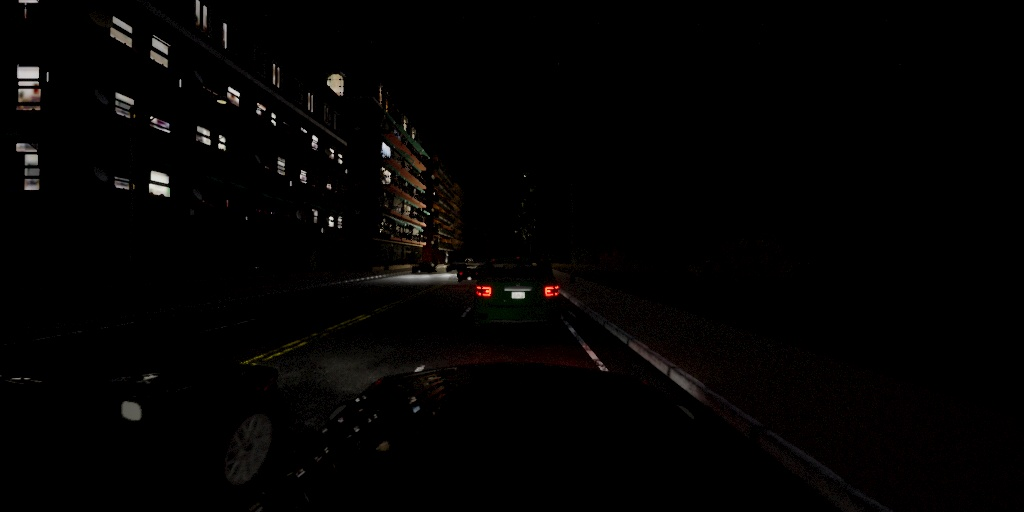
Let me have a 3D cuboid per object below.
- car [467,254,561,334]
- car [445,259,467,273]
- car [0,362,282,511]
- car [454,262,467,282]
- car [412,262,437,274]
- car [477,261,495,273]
[{"bbox_3d":[0.101,0.973,10.732,2.150,2.045,5.566,0,0,-1],"label":"car"},{"bbox_3d":[-6.601,1.354,42.409,1.895,1.301,4.718,0,0,0],"label":"car"},{"bbox_3d":[-3.154,1.227,1.448,1.882,1.535,5.008,0,0,0],"label":"car"},{"bbox_3d":[-3.151,1.354,28.819,1.895,1.301,4.718,0,0,0],"label":"car"},{"bbox_3d":[-9.851,1.355,40.380,1.895,1.301,4.718,0,0,0],"label":"car"},{"bbox_3d":[-3.149,1.354,44.091,1.895,1.301,4.718,0,0,0],"label":"car"}]
